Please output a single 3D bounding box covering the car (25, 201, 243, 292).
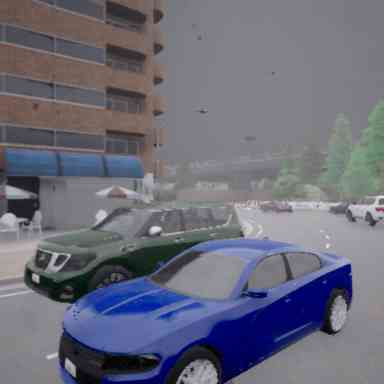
[{"bbox_3d":[-0.932,1.264,8.131,5.566,2.045,2.150,1,0,-45],"label":"car"}]

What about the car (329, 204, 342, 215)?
[{"bbox_3d":[15.876,1.671,32.968,2.033,1.411,5.357,0,0,-12],"label":"car"}]

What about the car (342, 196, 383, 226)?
[{"bbox_3d":[13.259,1.309,24.147,2.150,2.045,5.566,0,0,4],"label":"car"}]

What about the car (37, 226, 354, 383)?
[{"bbox_3d":[0.636,1.501,5.020,5.008,1.535,1.882,0,0,-42],"label":"car"}]

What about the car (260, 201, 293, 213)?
[{"bbox_3d":[9.899,1.728,39.301,1.994,1.385,4.181,0,0,-24],"label":"car"}]
